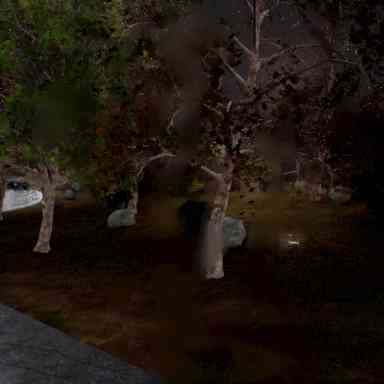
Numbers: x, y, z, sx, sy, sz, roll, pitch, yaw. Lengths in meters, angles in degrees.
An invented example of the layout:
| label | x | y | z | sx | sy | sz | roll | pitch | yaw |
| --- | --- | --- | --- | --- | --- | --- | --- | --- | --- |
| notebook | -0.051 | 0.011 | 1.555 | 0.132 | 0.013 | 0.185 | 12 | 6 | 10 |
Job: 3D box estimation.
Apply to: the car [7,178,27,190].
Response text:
| label | x | y | z | sx | sy | sz | roll | pitch | yaw |
| --- | --- | --- | --- | --- | --- | --- | --- | --- | --- |
| car | -21.662 | -1.032 | 40.566 | 1.895 | 1.301 | 4.718 | 1 | 4 | -45 |
